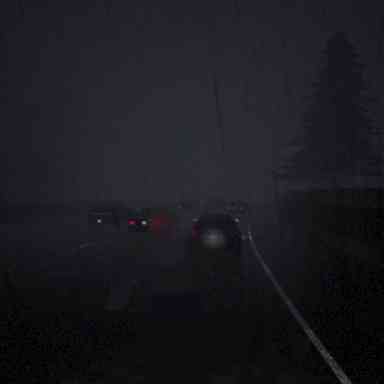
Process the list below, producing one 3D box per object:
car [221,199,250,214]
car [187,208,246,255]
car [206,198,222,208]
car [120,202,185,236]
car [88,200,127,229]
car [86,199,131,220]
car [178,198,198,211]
[{"bbox_3d":[4.606,1.537,33.115,2.033,1.411,5.357,0,0,15],"label":"car"},{"bbox_3d":[0.947,1.558,13.314,1.994,1.385,4.181,0,0,6],"label":"car"},{"bbox_3d":[3.029,1.461,40.002,1.882,1.535,5.008,0,0,17],"label":"car"},{"bbox_3d":[-1.952,1.534,18.407,2.033,1.411,5.357,0,0,8],"label":"car"},{"bbox_3d":[-4.968,1.471,21.564,2.128,1.511,4.902,0,0,9],"label":"car"},{"bbox_3d":[-7.130,1.449,29.019,1.882,1.535,5.008,0,0,12],"label":"car"},{"bbox_3d":[-0.621,1.502,40.034,1.812,1.442,4.674,0,0,17],"label":"car"}]
